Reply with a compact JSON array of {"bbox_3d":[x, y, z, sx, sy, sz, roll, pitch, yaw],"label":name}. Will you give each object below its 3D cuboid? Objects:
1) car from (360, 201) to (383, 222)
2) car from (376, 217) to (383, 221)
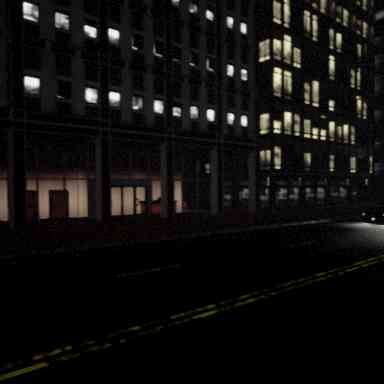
[{"bbox_3d":[13.852,1.351,23.272,5.357,1.411,2.033,0,1,-38],"label":"car"},{"bbox_3d":[7.780,1.464,9.890,5.357,1.411,2.033,0,1,-39],"label":"car"}]
